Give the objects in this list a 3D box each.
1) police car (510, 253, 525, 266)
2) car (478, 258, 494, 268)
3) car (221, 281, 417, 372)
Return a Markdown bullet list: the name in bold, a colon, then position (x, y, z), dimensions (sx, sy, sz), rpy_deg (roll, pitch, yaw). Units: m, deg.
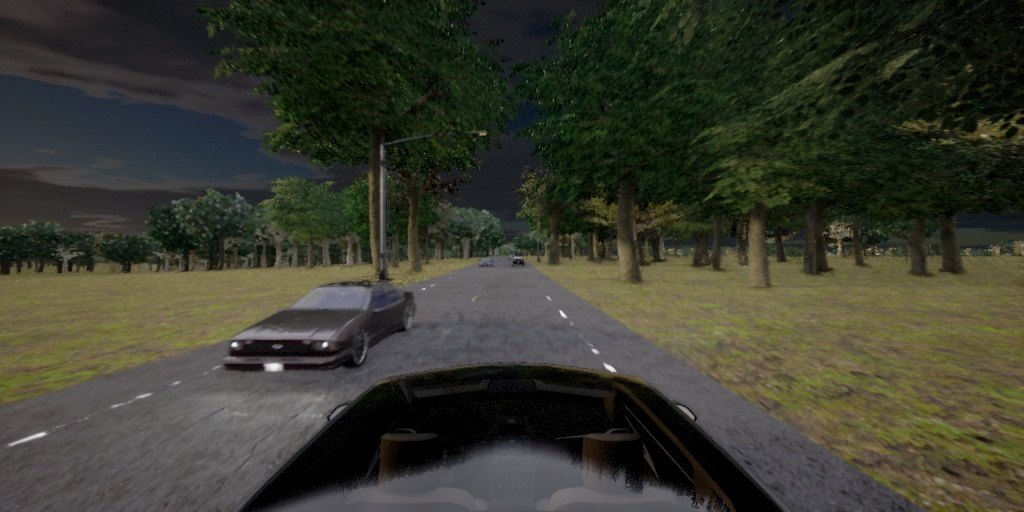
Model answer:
- **police car**: position (1.010, 0.728, 56.901), dimensions (1.930, 1.638, 5.238), rpy_deg (0, 1, 0)
- **car**: position (-3.581, 0.963, 49.964), dimensions (1.994, 1.385, 4.181), rpy_deg (0, 1, 1)
- **car**: position (-3.602, 1.298, 8.075), dimensions (2.033, 1.411, 5.357), rpy_deg (0, 0, 0)
